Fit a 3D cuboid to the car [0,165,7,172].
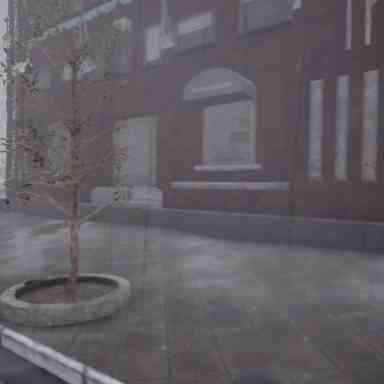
[{"bbox_3d":[-26.065,-3.363,48.934,4.892,1.521,2.231,1,1,27],"label":"car"}]
